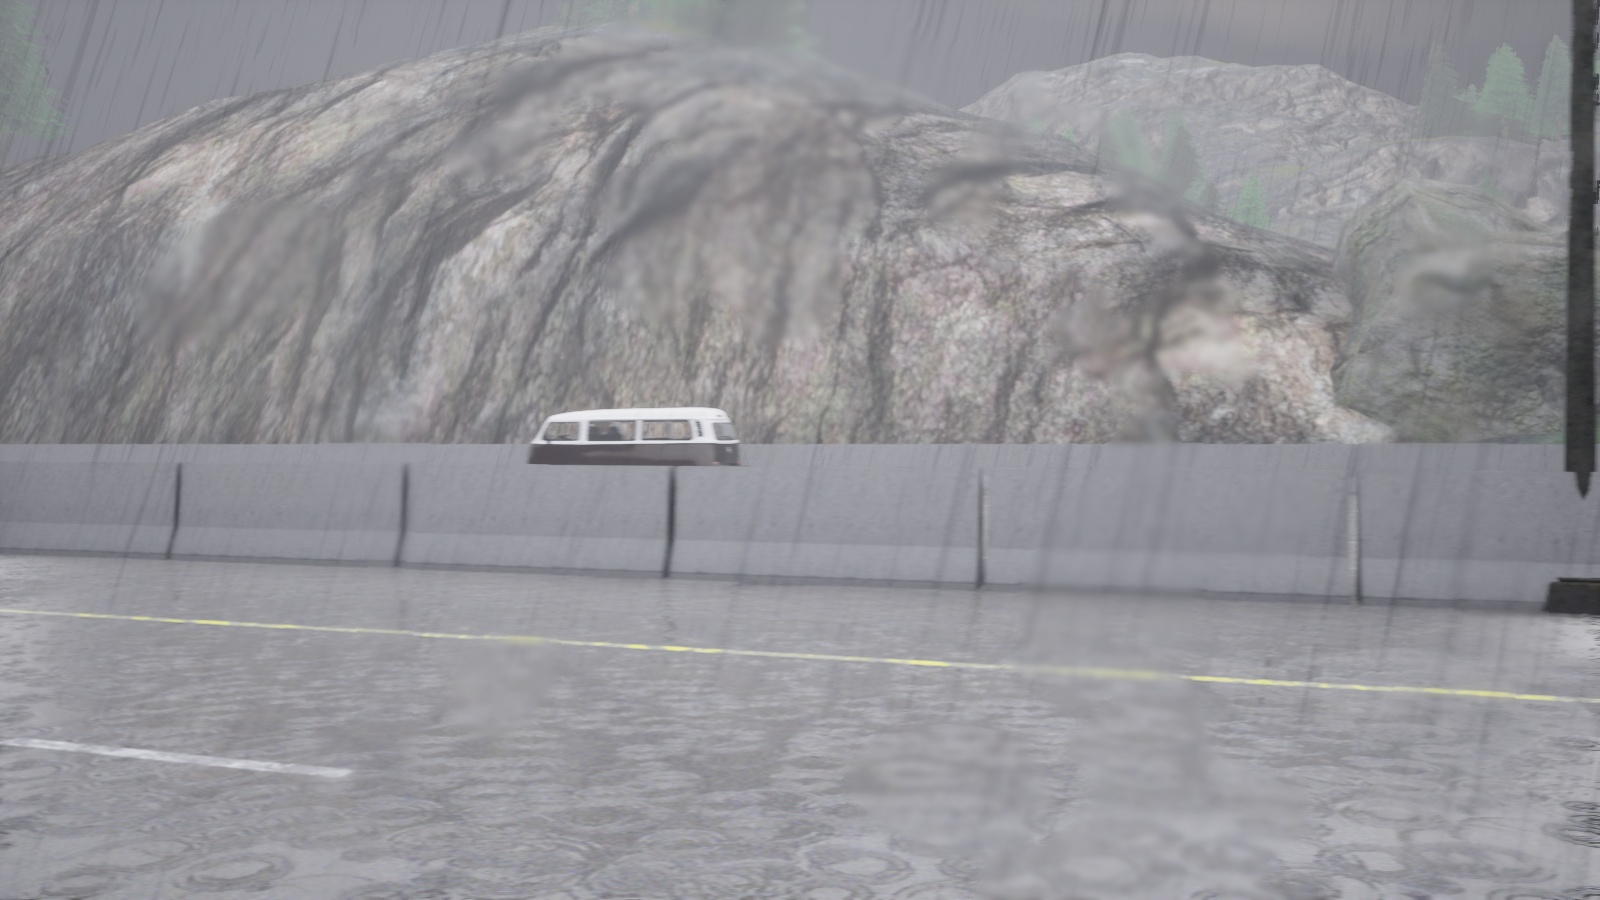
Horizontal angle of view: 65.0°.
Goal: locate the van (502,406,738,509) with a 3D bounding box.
[{"bbox_3d":[-3.791,0.109,26.619,4.480,2.038,2.069,1,1,19],"label":"van"}]
